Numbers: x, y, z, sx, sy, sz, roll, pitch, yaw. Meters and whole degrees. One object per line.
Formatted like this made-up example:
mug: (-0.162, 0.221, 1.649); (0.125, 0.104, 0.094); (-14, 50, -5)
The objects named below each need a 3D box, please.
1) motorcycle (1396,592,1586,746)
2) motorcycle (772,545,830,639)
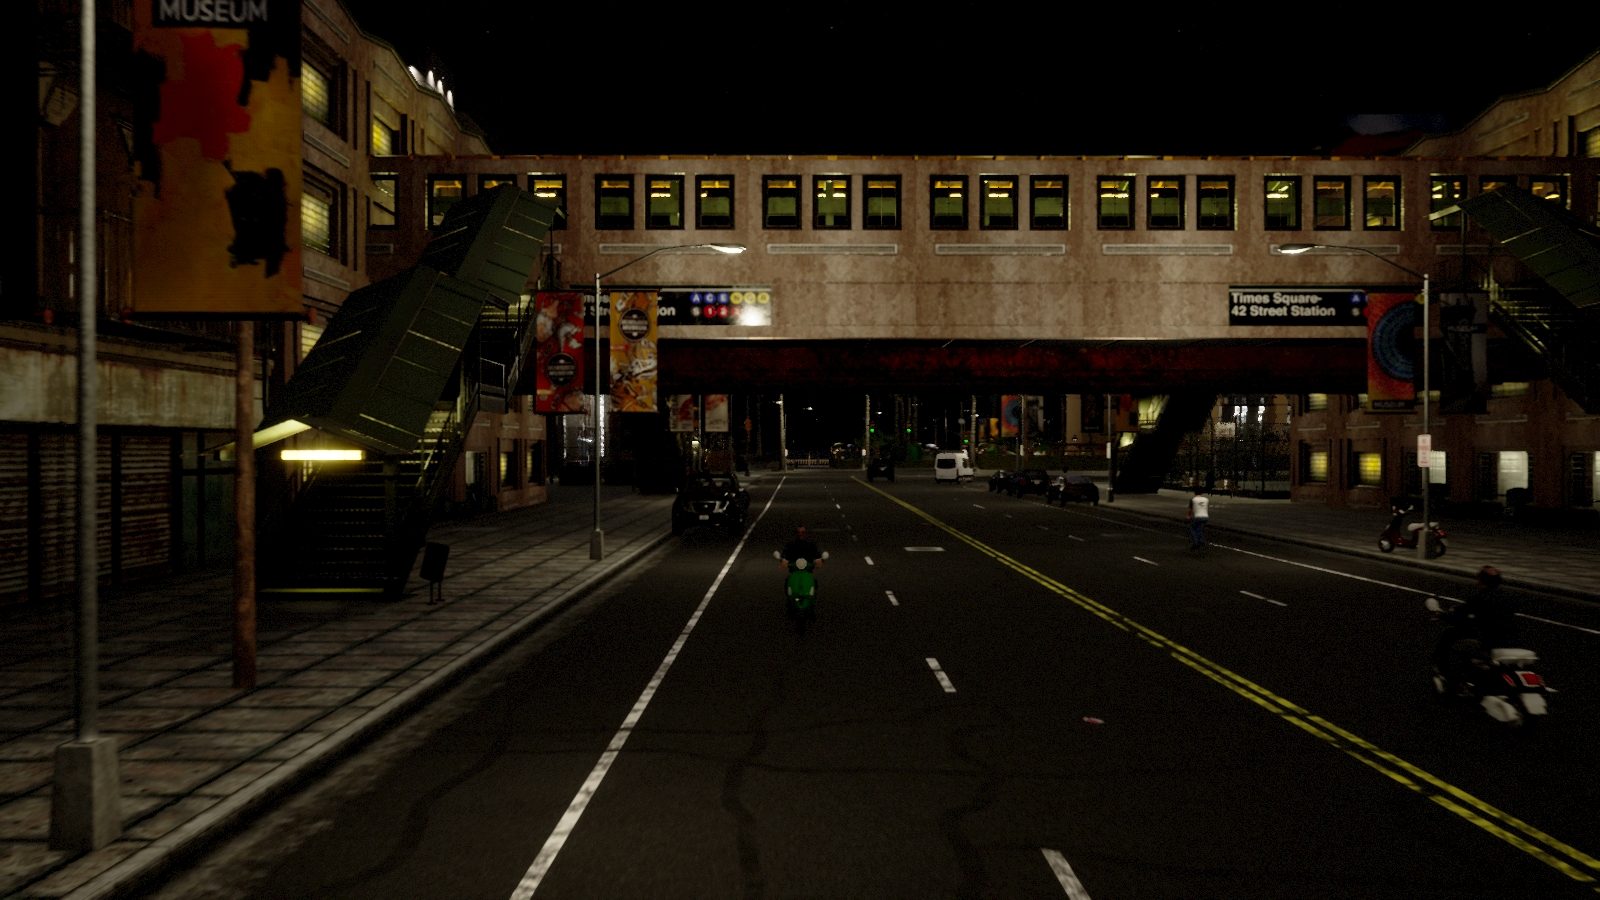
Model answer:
motorcycle: (7.006, 2.182, 11.713); (0.856, 1.236, 1.805); (0, 0, 0)
motorcycle: (0.014, 2.182, 17.854); (0.856, 1.236, 1.805); (0, 0, 0)
